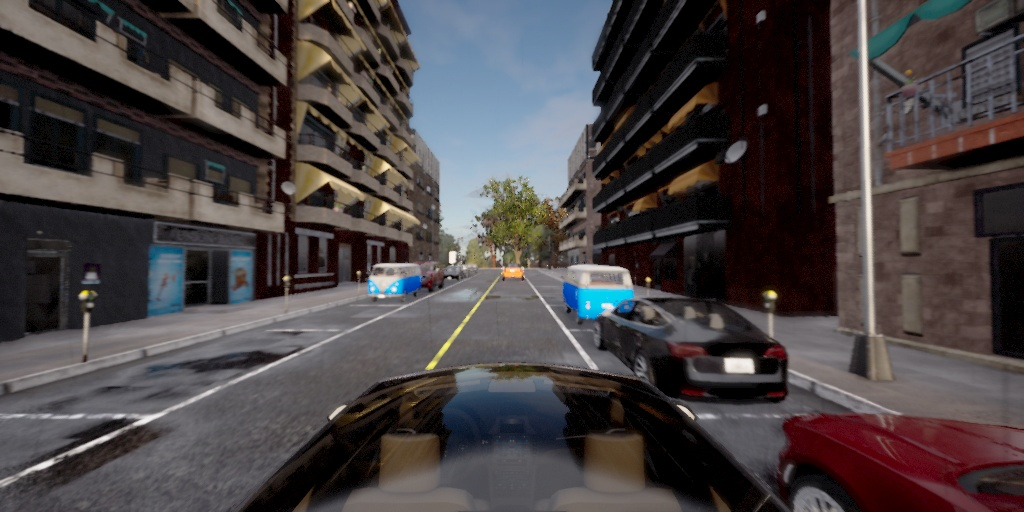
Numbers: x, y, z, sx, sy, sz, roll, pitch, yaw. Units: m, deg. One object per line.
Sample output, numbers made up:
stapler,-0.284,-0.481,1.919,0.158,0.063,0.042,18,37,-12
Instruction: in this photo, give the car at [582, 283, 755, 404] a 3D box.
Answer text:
car,2.699,1.361,6.345,1.948,1.339,4.313,0,0,0

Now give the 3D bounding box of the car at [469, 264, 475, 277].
car,-5.685,1.691,40.353,2.007,1.370,4.403,0,0,0

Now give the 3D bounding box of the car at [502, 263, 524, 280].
car,0.104,1.450,36.189,2.097,1.767,4.553,0,0,0

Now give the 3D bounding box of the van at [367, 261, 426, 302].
van,-5.689,1.250,17.707,1.690,1.789,3.998,0,0,0

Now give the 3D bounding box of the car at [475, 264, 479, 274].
car,-5.777,1.809,51.671,2.007,1.370,4.403,0,0,0

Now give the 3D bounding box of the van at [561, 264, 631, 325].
van,2.678,1.193,12.006,1.690,1.789,3.998,0,0,0

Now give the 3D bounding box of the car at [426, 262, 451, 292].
car,-5.687,1.281,23.368,2.192,1.841,5.009,0,0,0

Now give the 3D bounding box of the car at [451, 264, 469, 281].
car,-5.686,1.648,34.692,1.948,1.339,4.313,0,0,0

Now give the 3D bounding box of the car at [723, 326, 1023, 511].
car,2.694,1.285,0.683,1.888,1.381,4.507,0,0,0
